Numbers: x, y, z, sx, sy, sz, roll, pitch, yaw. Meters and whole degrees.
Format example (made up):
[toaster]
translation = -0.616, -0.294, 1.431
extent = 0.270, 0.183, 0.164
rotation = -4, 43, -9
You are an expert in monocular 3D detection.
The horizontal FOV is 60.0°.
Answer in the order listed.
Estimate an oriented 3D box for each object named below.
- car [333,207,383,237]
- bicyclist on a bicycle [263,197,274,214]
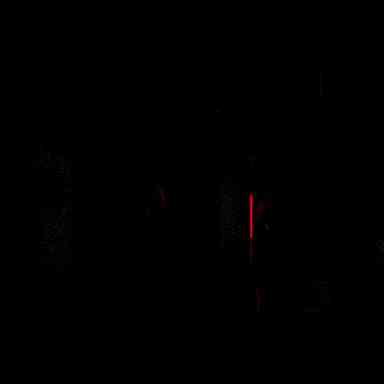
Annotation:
[car]
translation = 9.513, 1.505, 16.267
extent = 4.892, 1.490, 1.837
rotation = 0, 0, 42
[bicyclist on a bicycle]
translation = 7.383, 1.349, 32.117
extent = 1.656, 1.620, 0.582
rotation = 0, 0, -36
